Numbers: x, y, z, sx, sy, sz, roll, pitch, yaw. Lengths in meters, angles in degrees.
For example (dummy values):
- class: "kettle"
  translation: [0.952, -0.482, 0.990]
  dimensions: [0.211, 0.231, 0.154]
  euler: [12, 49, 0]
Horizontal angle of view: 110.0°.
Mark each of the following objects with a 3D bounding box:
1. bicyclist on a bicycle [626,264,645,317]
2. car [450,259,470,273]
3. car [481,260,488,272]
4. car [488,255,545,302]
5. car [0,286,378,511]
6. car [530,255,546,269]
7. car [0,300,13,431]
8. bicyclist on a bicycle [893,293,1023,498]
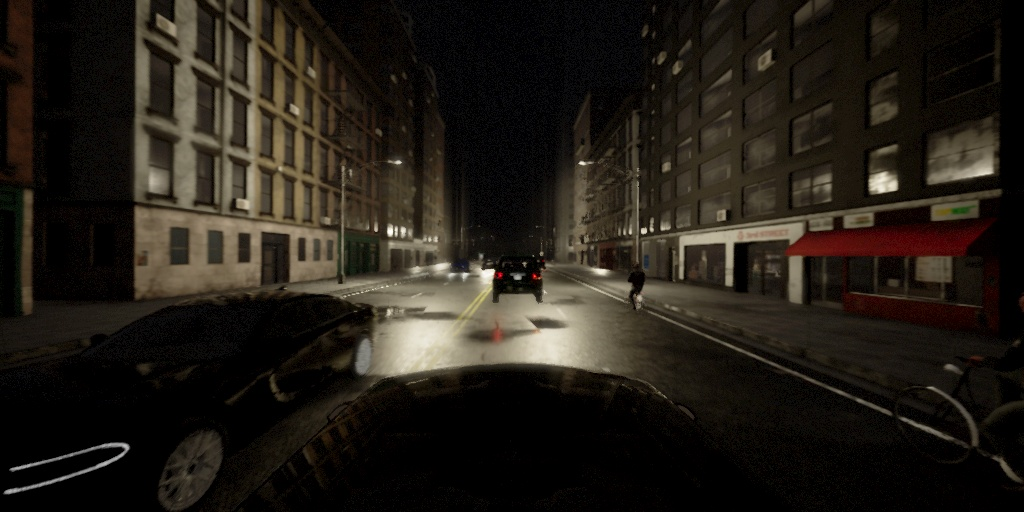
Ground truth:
- class: "bicyclist on a bicycle"
  translation: [4.251, 1.146, 12.464]
  dimensions: [0.659, 1.776, 1.843]
  euler: [0, 0, 1]
- class: "car"
  translation: [-6.113, 1.135, 42.660]
  dimensions: [1.882, 1.535, 5.008]
  euler: [0, 0, 1]
- class: "car"
  translation: [-2.827, 1.227, 45.691]
  dimensions: [2.033, 1.411, 5.357]
  euler: [0, 0, 1]
- class: "car"
  translation: [0.264, 0.961, 17.040]
  dimensions: [2.150, 2.045, 5.566]
  euler: [0, 0, 1]
- class: "car"
  translation: [-3.342, 1.199, 4.380]
  dimensions: [1.882, 1.535, 5.008]
  euler: [0, 0, 1]
- class: "car"
  translation: [3.986, 0.940, 56.078]
  dimensions: [2.150, 2.045, 5.566]
  euler: [0, 0, 1]
- class: "car"
  translation: [-6.623, 1.223, 1.759]
  dimensions: [1.812, 1.442, 4.674]
  euler: [0, 0, 1]
- class: "bicyclist on a bicycle"
  translation: [4.137, 1.153, 2.994]
  dimensions: [0.659, 1.776, 1.843]
  euler: [0, 0, 1]
